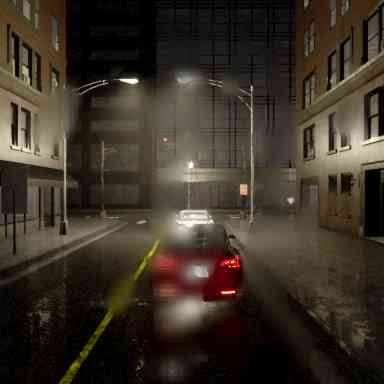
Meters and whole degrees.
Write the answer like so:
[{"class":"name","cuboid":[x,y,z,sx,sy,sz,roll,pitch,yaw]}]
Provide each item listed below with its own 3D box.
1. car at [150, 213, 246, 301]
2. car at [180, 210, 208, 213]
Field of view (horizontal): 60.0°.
[{"class":"car","cuboid":[0.109,1.504,8.401,2.163,1.488,4.792,0,0,0]},{"class":"car","cuboid":[0.100,1.602,17.417,1.895,1.301,4.718,0,0,0]}]
